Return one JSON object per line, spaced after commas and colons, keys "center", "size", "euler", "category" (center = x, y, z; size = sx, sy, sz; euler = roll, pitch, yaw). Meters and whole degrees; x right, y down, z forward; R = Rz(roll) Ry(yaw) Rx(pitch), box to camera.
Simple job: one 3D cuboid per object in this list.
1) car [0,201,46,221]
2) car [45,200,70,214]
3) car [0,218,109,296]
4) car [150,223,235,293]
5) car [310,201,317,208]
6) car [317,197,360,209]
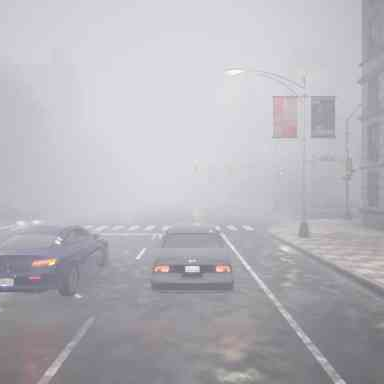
{"center": [-14.577, 1.548, 27.639], "size": [5.357, 1.411, 2.033], "euler": [0, 0, 41], "category": "car"}
{"center": [-14.828, 1.564, 34.402], "size": [4.181, 1.385, 1.994], "euler": [0, 0, 0], "category": "car"}
{"center": [-3.496, 1.526, 8.536], "size": [1.812, 1.442, 4.674], "euler": [0, 0, 0], "category": "car"}
{"center": [0.002, 1.547, 8.986], "size": [2.033, 1.411, 5.357], "euler": [0, 0, 0], "category": "car"}
{"center": [19.011, 1.505, 46.242], "size": [4.892, 1.490, 1.837], "euler": [0, 0, 0], "category": "car"}
{"center": [19.033, 1.526, 42.749], "size": [4.674, 1.442, 1.812], "euler": [0, 0, 0], "category": "car"}
